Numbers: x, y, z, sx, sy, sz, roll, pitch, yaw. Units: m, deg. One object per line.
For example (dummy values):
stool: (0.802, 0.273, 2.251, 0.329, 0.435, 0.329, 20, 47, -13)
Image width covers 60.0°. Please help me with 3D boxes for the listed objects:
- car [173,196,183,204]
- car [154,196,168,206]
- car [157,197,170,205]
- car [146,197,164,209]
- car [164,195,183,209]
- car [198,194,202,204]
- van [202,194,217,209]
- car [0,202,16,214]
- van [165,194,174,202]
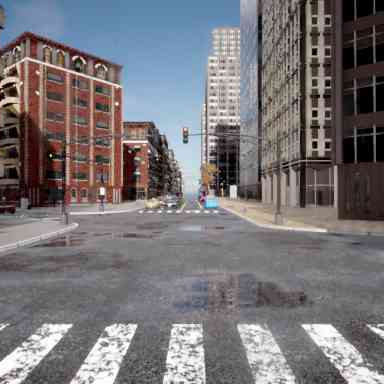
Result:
car: (-2.766, 1.621, 66.428, 1.812, 1.442, 4.674, 0, 0, 1)
car: (-5.305, 1.510, 56.891, 1.967, 1.590, 4.097, 0, 0, 0)
car: (-5.305, 1.650, 62.443, 1.947, 1.339, 4.313, 0, 0, 0)
car: (-5.306, 1.570, 45.615, 1.752, 1.417, 4.829, 0, 0, 0)
car: (-2.807, 1.537, 45.974, 2.128, 1.511, 4.902, 0, 0, 2)
car: (2.576, 1.644, 67.993, 1.887, 1.381, 4.507, 0, 0, 0)
van: (2.575, 1.386, 45.784, 1.690, 1.788, 3.998, 0, 0, 0)
car: (-21.141, 1.790, 36.459, 4.718, 1.301, 1.895, -1, -1, 41)
van: (-5.302, 1.474, 79.099, 1.690, 1.788, 3.998, 0, 0, 0)
